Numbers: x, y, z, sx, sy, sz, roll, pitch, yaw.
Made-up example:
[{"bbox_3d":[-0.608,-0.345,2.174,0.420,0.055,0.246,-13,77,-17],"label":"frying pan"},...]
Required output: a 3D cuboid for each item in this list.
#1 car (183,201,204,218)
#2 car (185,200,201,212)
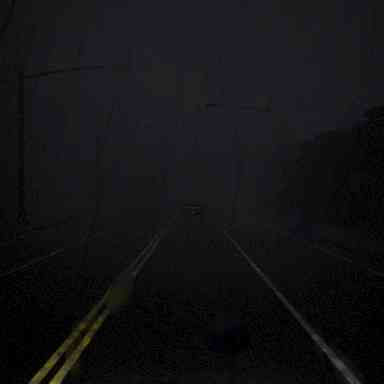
[{"bbox_3d":[0.141,1.677,32.557,2.128,1.511,4.902,0,0,0],"label":"car"},{"bbox_3d":[0.145,1.809,43.044,1.994,1.385,4.181,0,0,0],"label":"car"}]
